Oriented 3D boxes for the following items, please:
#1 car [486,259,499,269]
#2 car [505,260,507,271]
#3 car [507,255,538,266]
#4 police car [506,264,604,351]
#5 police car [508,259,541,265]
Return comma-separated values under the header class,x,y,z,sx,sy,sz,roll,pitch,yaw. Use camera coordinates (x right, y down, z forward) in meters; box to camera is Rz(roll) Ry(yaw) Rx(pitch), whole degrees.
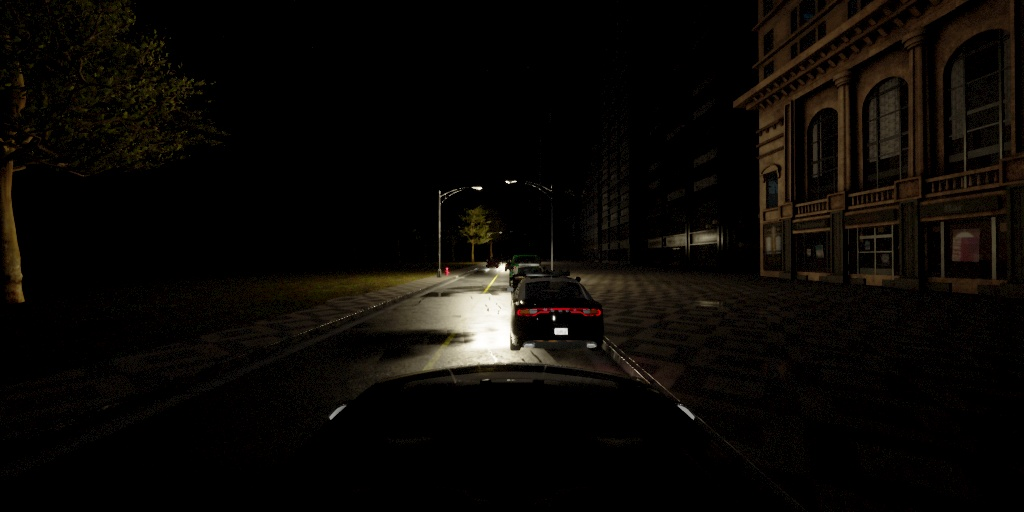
class,x,y,z,sx,sy,sz,roll,pitch,yaw
car,-3.009,1.164,56.061,1.882,1.535,5.008,0,0,0
car,0.015,1.253,46.600,2.033,1.411,5.357,0,0,1
car,0.894,0.963,25.070,2.150,2.045,5.566,0,0,0
police car,0.899,1.175,9.149,1.930,1.638,5.238,0,0,0
police car,0.897,1.170,19.150,1.930,1.638,5.238,0,0,0
